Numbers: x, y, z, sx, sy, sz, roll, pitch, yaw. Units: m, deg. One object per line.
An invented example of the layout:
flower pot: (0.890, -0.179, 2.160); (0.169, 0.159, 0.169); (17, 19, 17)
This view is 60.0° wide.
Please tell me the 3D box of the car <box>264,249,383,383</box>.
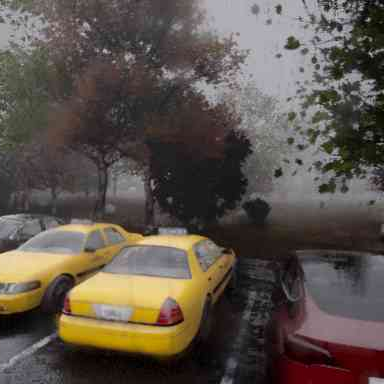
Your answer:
car: (2.084, 1.512, 4.624); (2.163, 1.488, 4.792); (0, -1, 15)

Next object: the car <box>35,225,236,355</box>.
car: (-0.283, 1.466, 6.498); (1.946, 1.575, 5.366); (0, -1, 15)

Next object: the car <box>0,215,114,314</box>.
car: (-2.799, 1.445, 7.863); (1.946, 1.575, 5.366); (1, 0, 15)

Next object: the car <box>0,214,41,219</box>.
car: (-5.174, 1.431, 9.764); (2.231, 1.521, 4.892); (1, 0, 15)
